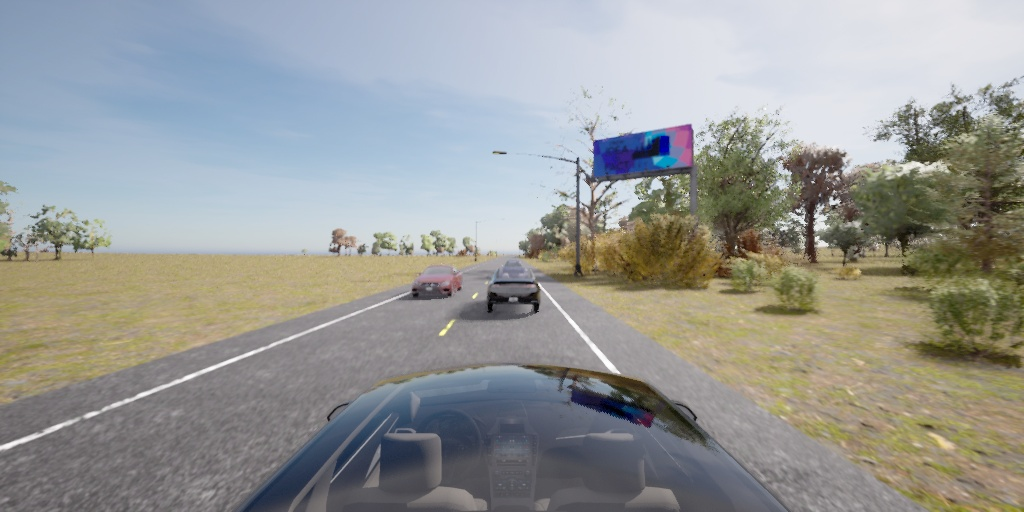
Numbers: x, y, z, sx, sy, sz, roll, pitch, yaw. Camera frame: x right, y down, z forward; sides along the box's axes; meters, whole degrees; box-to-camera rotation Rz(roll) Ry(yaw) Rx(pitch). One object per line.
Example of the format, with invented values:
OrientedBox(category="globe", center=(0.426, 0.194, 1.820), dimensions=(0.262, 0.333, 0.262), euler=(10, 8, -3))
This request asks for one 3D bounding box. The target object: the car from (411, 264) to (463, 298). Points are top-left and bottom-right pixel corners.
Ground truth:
OrientedBox(category="car", center=(-3.559, 1.160, 17.831), dimensions=(1.812, 1.442, 4.674), euler=(0, 0, 0))

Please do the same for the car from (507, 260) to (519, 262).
OrientedBox(category="car", center=(0.097, 1.069, 35.817), dimensions=(1.994, 1.385, 4.181), euler=(0, 0, 0))

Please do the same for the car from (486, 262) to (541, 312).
OrientedBox(category="car", center=(0.065, 1.155, 13.818), dimensions=(2.128, 1.511, 4.902), euler=(0, 0, 0))
